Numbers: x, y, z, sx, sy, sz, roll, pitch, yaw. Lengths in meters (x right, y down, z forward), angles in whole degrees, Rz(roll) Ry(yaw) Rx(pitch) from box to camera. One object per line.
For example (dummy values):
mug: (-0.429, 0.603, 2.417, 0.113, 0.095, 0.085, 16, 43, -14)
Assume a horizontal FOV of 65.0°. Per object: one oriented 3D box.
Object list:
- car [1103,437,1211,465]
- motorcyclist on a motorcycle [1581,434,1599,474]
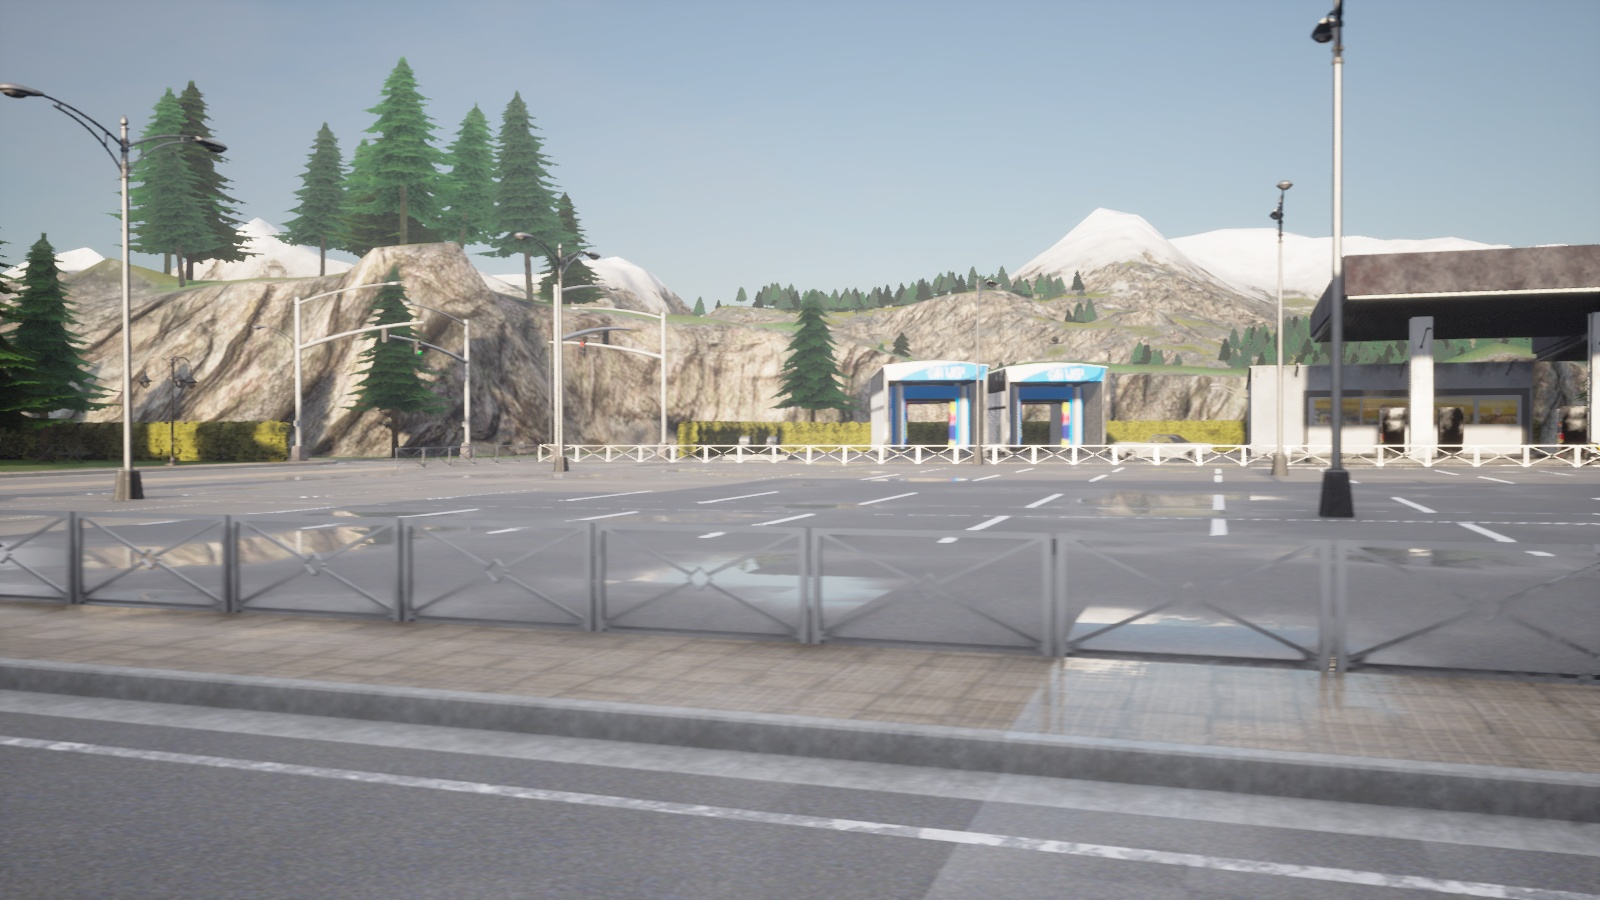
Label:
car: (17.290, 0.031, 60.971, 4.718, 1.301, 1.895, 0, 1, 4)
motorcyclist on a motorcycle: (31.318, 0.168, 48.287, 2.044, 1.523, 0.797, 1, 1, 19)
